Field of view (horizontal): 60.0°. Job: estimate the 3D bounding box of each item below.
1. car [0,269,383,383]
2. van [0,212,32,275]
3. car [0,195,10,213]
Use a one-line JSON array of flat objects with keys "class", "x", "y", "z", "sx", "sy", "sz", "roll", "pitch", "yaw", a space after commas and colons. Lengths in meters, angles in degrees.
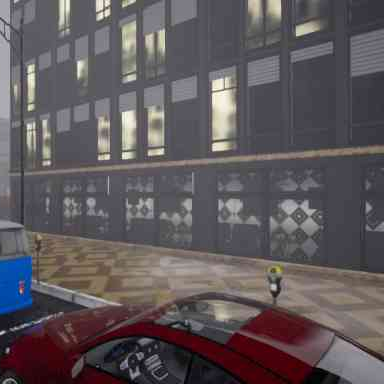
[{"class": "car", "x": 0.000, "y": 1.582, "z": 2.836, "sx": 4.206, "sy": 1.307, "sz": 1.802, "roll": 0, "pitch": 0, "yaw": 35}, {"class": "van", "x": -4.633, "y": 1.342, "z": 6.138, "sx": 3.998, "sy": 1.788, "sz": 1.690, "roll": 0, "pitch": 0, "yaw": 35}, {"class": "car", "x": -14.535, "y": 1.357, "z": 28.246, "sx": 2.192, "sy": 1.841, "sz": 5.009, "roll": -1, "pitch": -1, "yaw": 35}]
